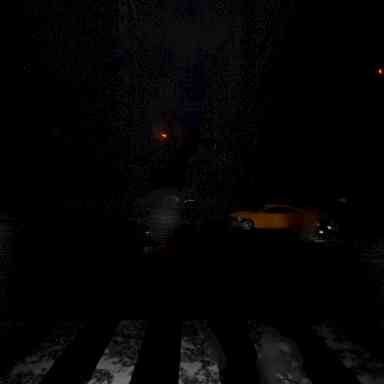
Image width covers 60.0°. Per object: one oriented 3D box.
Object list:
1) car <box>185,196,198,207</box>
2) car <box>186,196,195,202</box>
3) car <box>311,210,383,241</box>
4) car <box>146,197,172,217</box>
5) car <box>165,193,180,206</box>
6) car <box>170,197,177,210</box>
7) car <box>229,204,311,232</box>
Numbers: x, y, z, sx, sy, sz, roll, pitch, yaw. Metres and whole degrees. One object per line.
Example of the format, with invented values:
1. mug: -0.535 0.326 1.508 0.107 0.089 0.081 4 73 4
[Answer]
1. car: -0.090 1.478 51.404 2.128 1.511 4.902 0 0 0
2. car: -0.242 1.580 73.075 1.895 1.301 4.718 0 0 0
3. car: 9.030 1.608 16.386 5.357 1.411 2.033 0 1 0
4. car: -3.221 1.517 31.650 1.812 1.442 4.674 0 0 -1
5. car: -3.287 1.208 56.360 2.150 2.045 5.566 0 0 0
6. car: -3.261 1.590 41.610 1.895 1.301 4.718 0 0 0
7. car: 4.710 1.455 19.616 5.008 1.535 1.882 1 1 0
